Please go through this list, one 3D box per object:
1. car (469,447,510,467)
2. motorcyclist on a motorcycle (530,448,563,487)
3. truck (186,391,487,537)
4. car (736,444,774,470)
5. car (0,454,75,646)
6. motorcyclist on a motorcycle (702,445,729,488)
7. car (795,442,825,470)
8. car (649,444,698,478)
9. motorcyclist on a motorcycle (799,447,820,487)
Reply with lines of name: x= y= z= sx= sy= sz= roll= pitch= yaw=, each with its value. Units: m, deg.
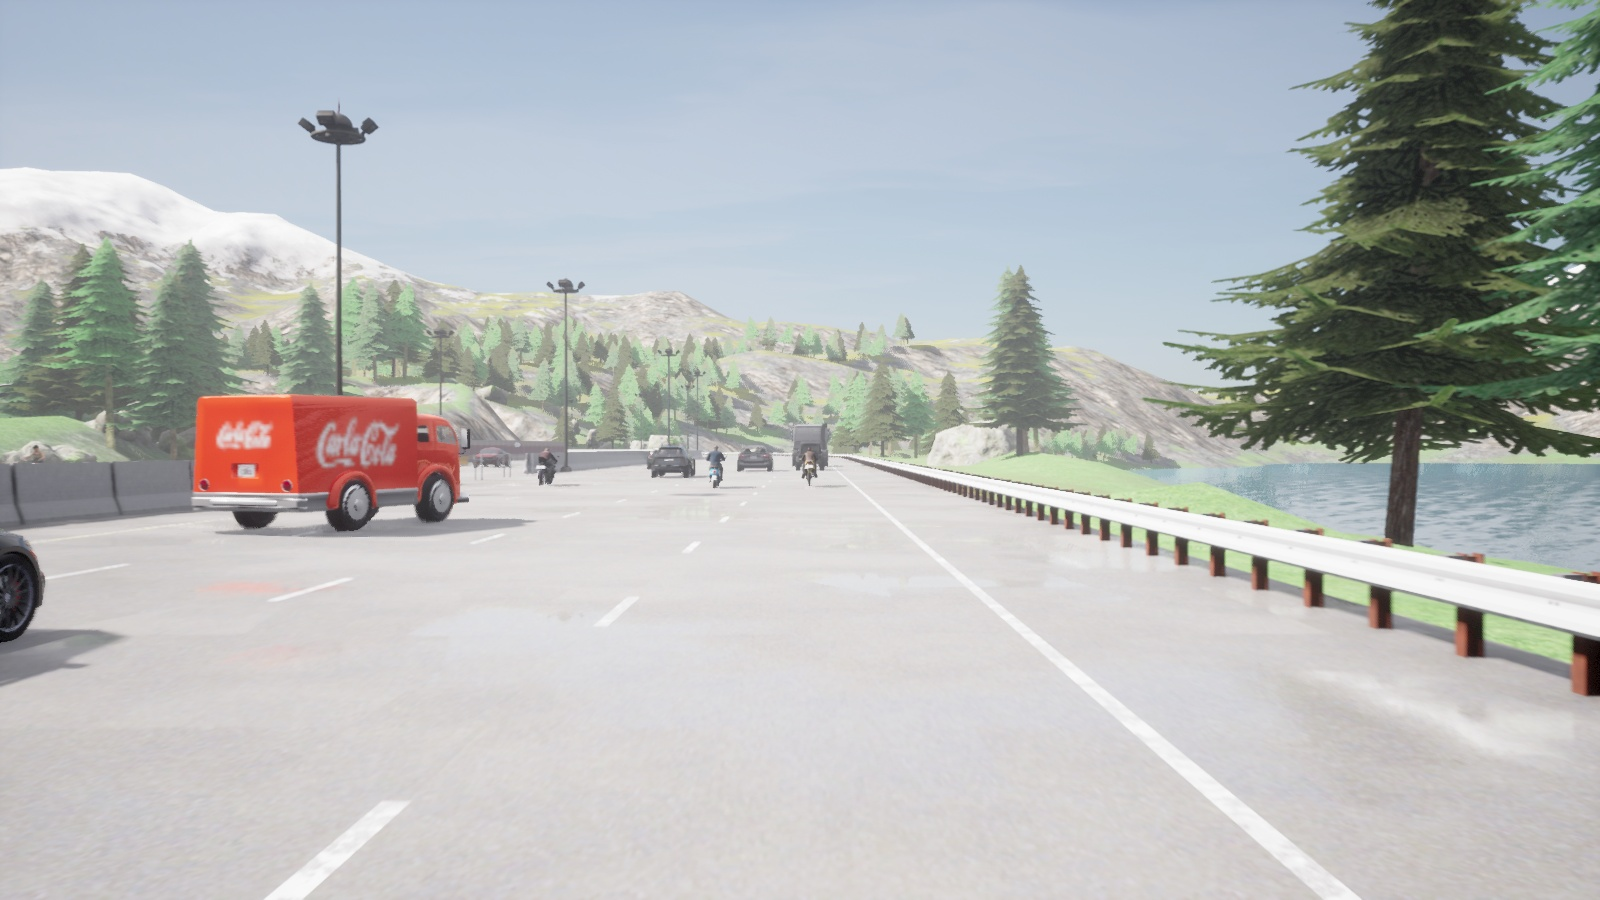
car: x=-23.722 y=0.517 z=96.175 sx=1.882 sy=1.535 sz=5.008 roll=0 pitch=0 yaw=0
motorcyclist on a motorcycle: x=-10.115 y=0.675 z=50.209 sx=0.866 sy=1.530 sz=2.191 roll=0 pitch=0 yaw=0
truck: x=-8.615 y=0.212 z=24.003 sx=2.627 sy=2.467 sz=5.204 roll=0 pitch=1 yaw=21
car: x=-2.854 y=0.432 z=80.672 sx=2.242 sy=1.667 sz=4.611 roll=0 pitch=0 yaw=0
car: x=-6.938 y=0.752 z=8.093 sx=1.812 sy=1.442 sz=4.674 roll=0 pitch=0 yaw=0
motorcyclist on a motorcycle: x=-3.142 y=0.606 z=47.005 sx=0.866 sy=1.590 sz=1.817 roll=0 pitch=0 yaw=0
car: x=0.671 y=0.380 z=83.596 sx=1.905 sy=1.878 sz=3.866 roll=0 pitch=0 yaw=0
car: x=-6.490 y=0.545 z=64.824 sx=2.033 sy=1.649 sz=4.856 roll=0 pitch=0 yaw=0
motorcyclist on a motorcycle: x=0.372 y=0.634 z=48.696 sx=0.797 sy=1.523 sz=2.044 roll=0 pitch=0 yaw=0
